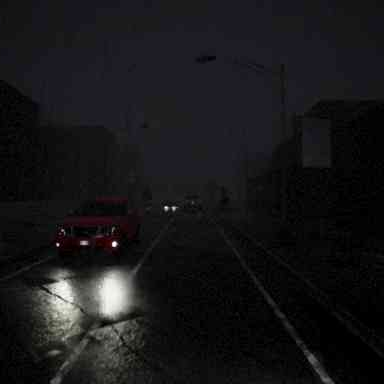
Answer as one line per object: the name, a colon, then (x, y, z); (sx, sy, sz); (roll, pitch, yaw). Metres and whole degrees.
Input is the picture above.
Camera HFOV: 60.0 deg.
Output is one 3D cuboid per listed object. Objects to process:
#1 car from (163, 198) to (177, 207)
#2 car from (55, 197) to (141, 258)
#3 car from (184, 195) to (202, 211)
car: (-3.545, 1.746, 54.715); (1.994, 1.385, 4.181); (0, 0, 0)
car: (-3.392, 1.237, 13.165); (2.150, 2.045, 5.566); (0, 0, 0)
car: (0.127, 1.340, 43.090); (2.150, 2.045, 5.566); (0, 0, 1)
